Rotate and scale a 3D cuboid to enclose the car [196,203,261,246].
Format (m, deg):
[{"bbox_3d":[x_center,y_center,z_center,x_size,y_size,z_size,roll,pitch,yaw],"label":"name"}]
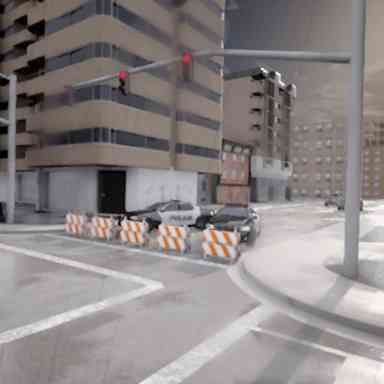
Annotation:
[{"bbox_3d":[1.901,1.271,14.537,2.038,1.542,4.974,1,1,16],"label":"car"}]

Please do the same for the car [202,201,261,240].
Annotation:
[{"bbox_3d":[1.918,1.113,14.585,1.853,1.218,4.536,1,1,16],"label":"car"}]

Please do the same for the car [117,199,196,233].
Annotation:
[{"bbox_3d":[-1.283,1.161,17.230,4.974,1.542,2.038,1,1,-29],"label":"car"}]

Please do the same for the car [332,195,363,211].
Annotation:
[{"bbox_3d":[17.235,1.264,36.271,2.038,1.542,4.974,2,1,36],"label":"car"}]

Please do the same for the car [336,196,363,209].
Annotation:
[{"bbox_3d":[17.268,1.107,36.311,1.853,1.218,4.536,2,1,36],"label":"car"}]

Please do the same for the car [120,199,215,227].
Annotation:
[{"bbox_3d":[-1.235,1.005,17.253,4.536,1.218,1.853,1,1,-29],"label":"car"}]

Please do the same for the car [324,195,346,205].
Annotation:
[{"bbox_3d":[19.502,1.017,45.222,1.853,1.218,4.536,2,1,36],"label":"car"}]

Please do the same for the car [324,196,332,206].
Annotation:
[{"bbox_3d":[19.468,1.175,45.182,2.038,1.542,4.974,2,1,36],"label":"car"}]
